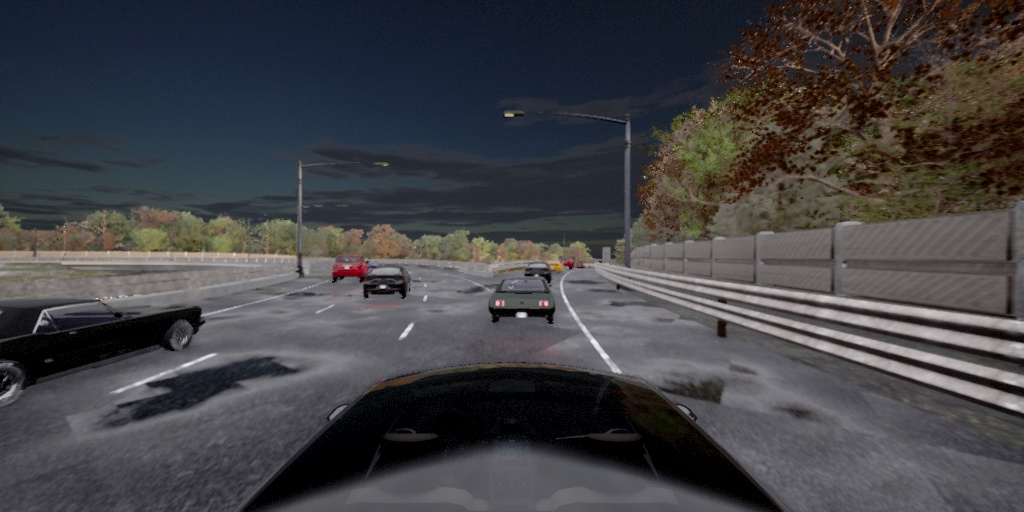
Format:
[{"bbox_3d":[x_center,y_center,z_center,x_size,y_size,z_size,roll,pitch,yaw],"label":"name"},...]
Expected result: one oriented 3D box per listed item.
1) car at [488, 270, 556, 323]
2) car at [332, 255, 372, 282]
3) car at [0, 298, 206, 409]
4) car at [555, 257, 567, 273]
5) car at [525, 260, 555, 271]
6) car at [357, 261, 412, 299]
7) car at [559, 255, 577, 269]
[{"bbox_3d":[0.413,1.332,12.086,1.895,1.301,4.718,0,0,4],"label":"car"},{"bbox_3d":[-12.510,0.910,27.961,2.150,2.045,5.566,0,0,-18],"label":"car"},{"bbox_3d":[-7.617,1.335,5.862,1.895,1.301,4.718,0,0,-6],"label":"car"},{"bbox_3d":[4.864,1.160,41.532,1.882,1.535,5.008,0,0,13],"label":"car"},{"bbox_3d":[2.071,1.183,27.191,1.882,1.535,5.008,0,0,9],"label":"car"},{"bbox_3d":[-6.180,1.191,18.092,1.882,1.535,5.008,0,0,-12],"label":"car"},{"bbox_3d":[8.067,0.946,53.739,2.150,2.045,5.566,0,-1,15],"label":"car"}]
